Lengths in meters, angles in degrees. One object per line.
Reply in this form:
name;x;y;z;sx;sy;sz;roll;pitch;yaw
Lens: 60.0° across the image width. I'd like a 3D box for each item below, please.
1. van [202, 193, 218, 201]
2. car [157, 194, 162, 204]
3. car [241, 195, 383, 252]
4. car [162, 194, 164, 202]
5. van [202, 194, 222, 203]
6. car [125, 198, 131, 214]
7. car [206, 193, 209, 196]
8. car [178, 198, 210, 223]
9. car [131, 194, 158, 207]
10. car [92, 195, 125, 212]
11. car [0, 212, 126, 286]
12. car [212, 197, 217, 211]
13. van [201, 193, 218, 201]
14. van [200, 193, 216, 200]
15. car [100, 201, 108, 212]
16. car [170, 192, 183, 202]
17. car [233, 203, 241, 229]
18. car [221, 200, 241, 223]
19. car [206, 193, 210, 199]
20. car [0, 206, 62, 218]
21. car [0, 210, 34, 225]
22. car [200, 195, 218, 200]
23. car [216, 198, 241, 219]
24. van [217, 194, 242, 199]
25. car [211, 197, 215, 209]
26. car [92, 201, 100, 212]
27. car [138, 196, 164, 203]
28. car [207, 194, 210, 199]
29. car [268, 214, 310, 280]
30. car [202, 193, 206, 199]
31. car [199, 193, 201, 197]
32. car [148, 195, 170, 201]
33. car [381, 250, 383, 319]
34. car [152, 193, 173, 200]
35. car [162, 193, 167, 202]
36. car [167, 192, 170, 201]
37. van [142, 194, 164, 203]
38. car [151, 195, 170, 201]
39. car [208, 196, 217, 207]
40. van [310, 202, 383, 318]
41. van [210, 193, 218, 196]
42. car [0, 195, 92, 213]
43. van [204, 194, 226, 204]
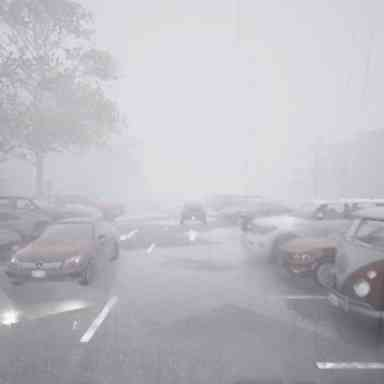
van;4.853;1.355;89.791;4.442;1.987;1.878;0;0;0
car;-8.154;1.553;55.747;5.366;1.575;1.946;0;0;0
car;4.717;1.220;11.298;5.566;2.045;2.435;0;0;0
car;-8.312;1.606;64.074;4.792;1.488;2.163;0;0;0
van;4.621;1.378;75.768;4.442;1.987;1.878;0;0;0
car;-8.308;1.236;27.748;5.566;2.045;2.435;0;0;0
car;4.772;1.416;50.541;4.553;1.767;2.185;0;0;0
car;0.073;1.506;25.155;1.837;1.490;4.892;0;0;-1
car;-8.345;1.550;52.970;4.892;1.521;2.231;0;0;0
car;-8.307;1.229;25.086;5.566;2.045;2.435;0;0;0
car;-3.333;1.519;9.538;1.812;1.442;4.674;0;0;0
car;4.772;1.530;33.720;4.792;1.488;2.163;0;0;0
van;4.620;1.365;86.989;4.442;1.987;1.878;0;0;0
van;4.619;1.326;95.401;4.442;1.987;1.878;0;0;0
car;-8.333;1.515;22.178;4.674;1.452;2.002;0;0;0
car;-3.257;1.352;77.640;2.150;2.045;5.566;0;0;0
car;4.774;1.499;16.903;4.792;1.488;2.163;0;0;0
car;4.750;1.474;22.511;5.008;1.535;2.097;0;0;0
car;4.773;1.409;47.737;4.553;1.767;2.185;0;0;0
car;-8.363;1.500;13.947;4.792;1.488;2.163;0;0;0
car;-8.305;1.502;11.162;4.792;1.488;2.163;0;0;0
car;4.741;1.567;92.599;5.008;1.535;2.097;0;0;0
car;4.714;1.516;28.114;4.792;1.488;2.163;0;0;0
van;4.860;1.268;30.918;4.442;1.987;1.878;0;0;0
car;4.772;1.537;36.524;4.792;1.488;2.163;0;0;0
car;-8.330;1.473;19.517;5.008;1.535;2.097;0;0;0
car;-8.527;1.587;69.626;5.366;1.575;1.946;0;0;0
car;4.710;1.402;44.934;4.553;1.767;2.185;0;0;0
car;4.751;1.473;8.494;5.008;1.535;2.097;0;0;0
car;4.769;1.297;53.344;5.566;2.045;2.435;0;0;0
car;4.766;1.346;72.968;5.566;2.045;2.435;0;0;0
car;-8.528;1.591;86.284;5.366;1.575;1.946;0;0;0
car;4.751;1.479;2.888;4.892;1.521;2.231;0;0;0
car;-8.315;1.306;94.612;5.566;2.045;2.435;0;0;0
car;-8.370;1.332;66.850;5.566;2.045;2.435;0;0;0
car;-8.370;1.352;75.177;5.566;2.045;2.435;0;0;0
van;-8.458;1.371;72.401;4.442;1.987;1.878;0;0;0
car;-8.338;1.584;89.061;5.008;1.535;2.097;0;0;0
car;4.748;1.514;39.327;5.008;1.535;2.097;0;0;0
van;4.630;1.250;5.690;4.442;1.987;1.878;0;0;0
van;4.859;1.295;42.131;4.442;1.987;1.878;0;0;0
car;-8.307;1.219;16.730;5.566;2.045;2.435;0;0;0
van;4.622;1.358;67.360;4.442;1.987;1.878;0;0;0
